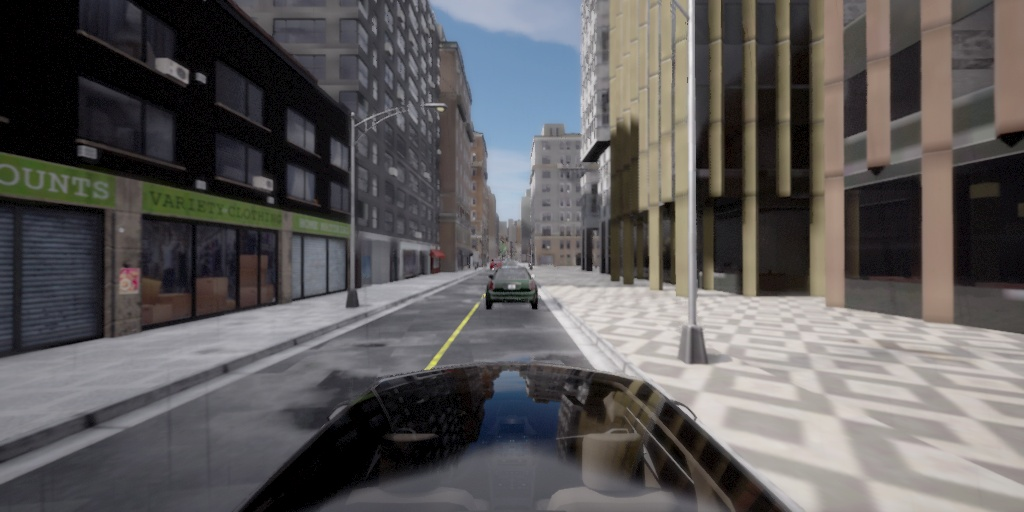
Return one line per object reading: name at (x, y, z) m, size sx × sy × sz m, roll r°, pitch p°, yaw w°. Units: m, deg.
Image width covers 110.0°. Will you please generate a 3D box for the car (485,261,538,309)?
car at (-0.003, 1.230, 15.927) m, size 2.097 × 1.767 × 4.553 m, roll 0°, pitch -1°, yaw 0°
